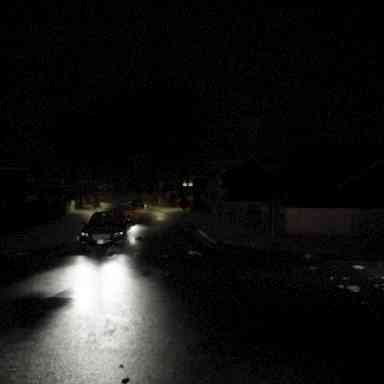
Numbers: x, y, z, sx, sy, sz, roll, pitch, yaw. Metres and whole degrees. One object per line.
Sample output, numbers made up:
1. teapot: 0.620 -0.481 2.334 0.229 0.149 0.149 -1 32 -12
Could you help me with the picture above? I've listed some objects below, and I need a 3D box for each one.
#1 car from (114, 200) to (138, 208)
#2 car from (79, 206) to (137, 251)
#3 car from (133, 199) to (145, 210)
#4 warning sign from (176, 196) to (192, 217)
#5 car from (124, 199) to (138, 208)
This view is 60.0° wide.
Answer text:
1. car: -5.627 1.708 27.275 1.882 1.535 5.008 0 0 -10
2. car: -3.757 1.619 14.905 2.128 1.511 4.902 0 0 -8
3. car: -8.336 1.904 50.451 1.837 1.490 4.892 0 0 -16
4. warning sign: -0.734 1.348 30.985 1.300 1.860 1.060 1 1 -11
5. car: -11.145 1.975 60.368 2.128 1.511 4.902 0 0 -14
